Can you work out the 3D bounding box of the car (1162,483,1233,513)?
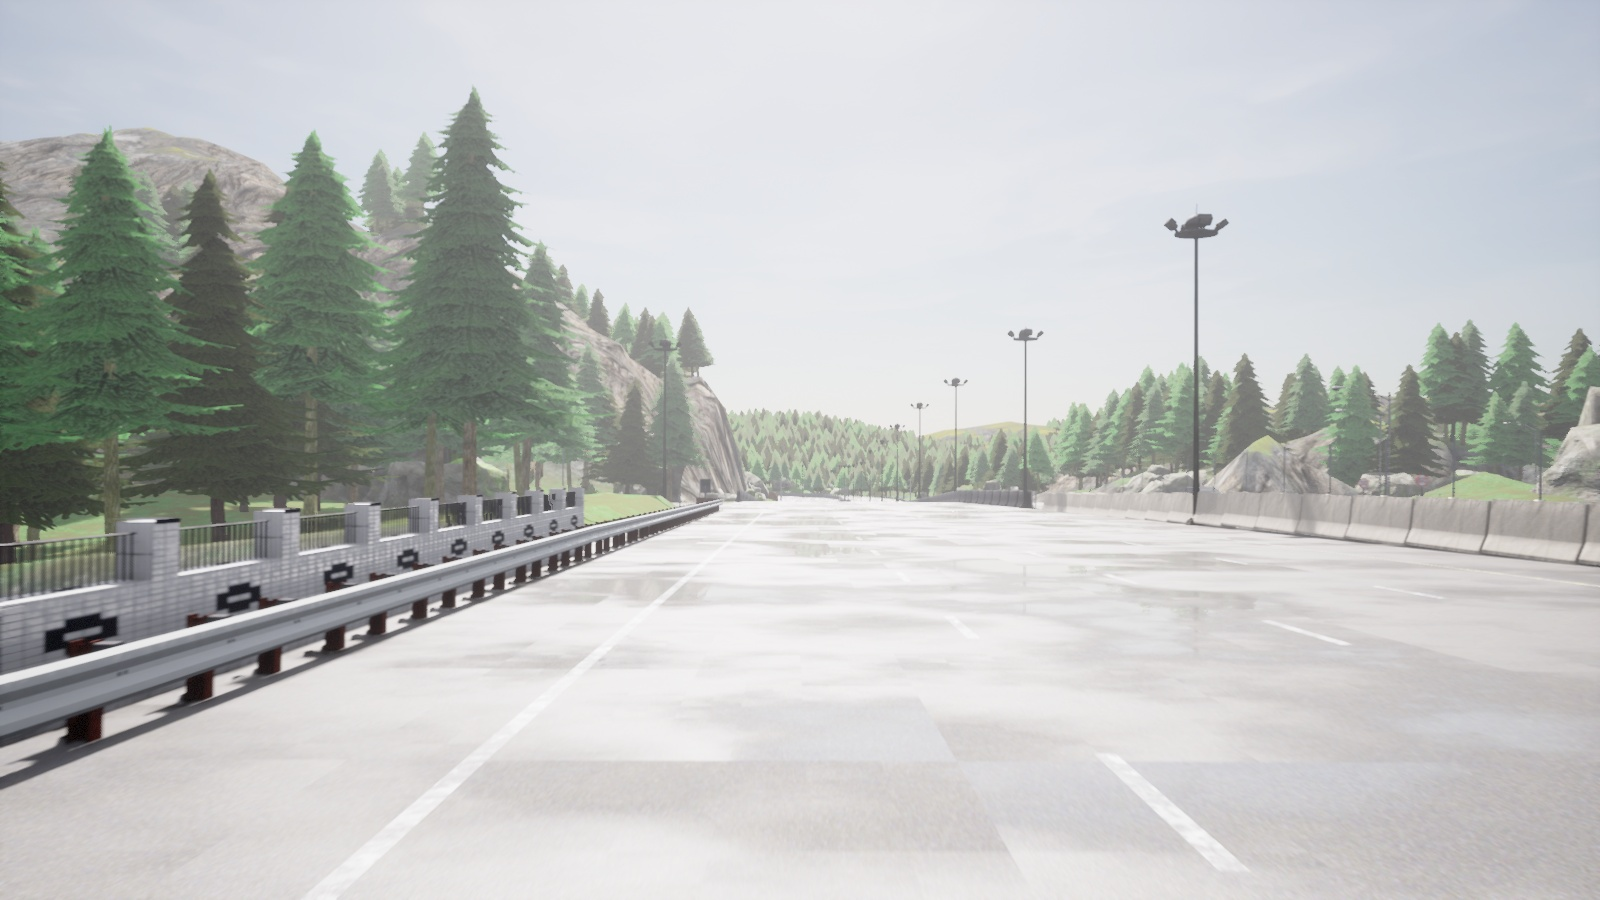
[{"bbox_3d":[20.802,2.485,65.858,2.163,1.488,4.792,0,-2,0],"label":"car"}]
